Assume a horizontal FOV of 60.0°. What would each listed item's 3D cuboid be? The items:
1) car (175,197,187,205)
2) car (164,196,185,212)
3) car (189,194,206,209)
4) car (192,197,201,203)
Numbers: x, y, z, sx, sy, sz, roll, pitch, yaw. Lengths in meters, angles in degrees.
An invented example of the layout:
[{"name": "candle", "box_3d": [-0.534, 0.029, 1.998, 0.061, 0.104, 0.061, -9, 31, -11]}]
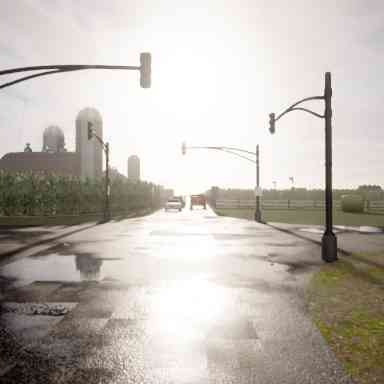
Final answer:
[{"name": "car", "box_3d": [-1.957, 1.620, 60.094, 2.033, 1.411, 5.357, 0, 0, 1]}, {"name": "car", "box_3d": [-2.201, 1.564, 40.086, 1.812, 1.442, 4.674, 0, 0, 1]}, {"name": "car", "box_3d": [0.834, 1.269, 46.692, 2.150, 2.045, 5.566, 0, 0, 1]}, {"name": "car", "box_3d": [1.036, 1.708, 75.326, 1.895, 1.301, 4.718, 0, 0, 1]}]
